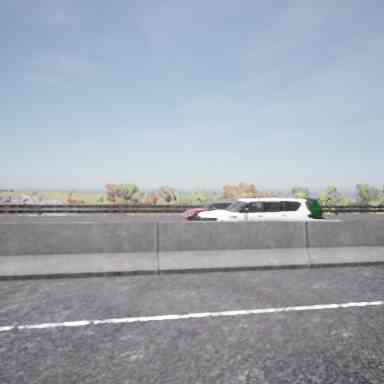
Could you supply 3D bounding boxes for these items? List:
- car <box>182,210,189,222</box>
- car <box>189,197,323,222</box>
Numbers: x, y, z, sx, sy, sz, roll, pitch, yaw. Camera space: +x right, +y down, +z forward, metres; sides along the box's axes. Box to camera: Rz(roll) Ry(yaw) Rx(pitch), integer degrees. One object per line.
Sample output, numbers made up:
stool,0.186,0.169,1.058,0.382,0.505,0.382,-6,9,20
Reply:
car,1.653,1.418,22.637,4.553,1.767,2.097,1,0,-12
car,2.928,1.285,15.752,5.566,2.045,2.150,1,0,-12
